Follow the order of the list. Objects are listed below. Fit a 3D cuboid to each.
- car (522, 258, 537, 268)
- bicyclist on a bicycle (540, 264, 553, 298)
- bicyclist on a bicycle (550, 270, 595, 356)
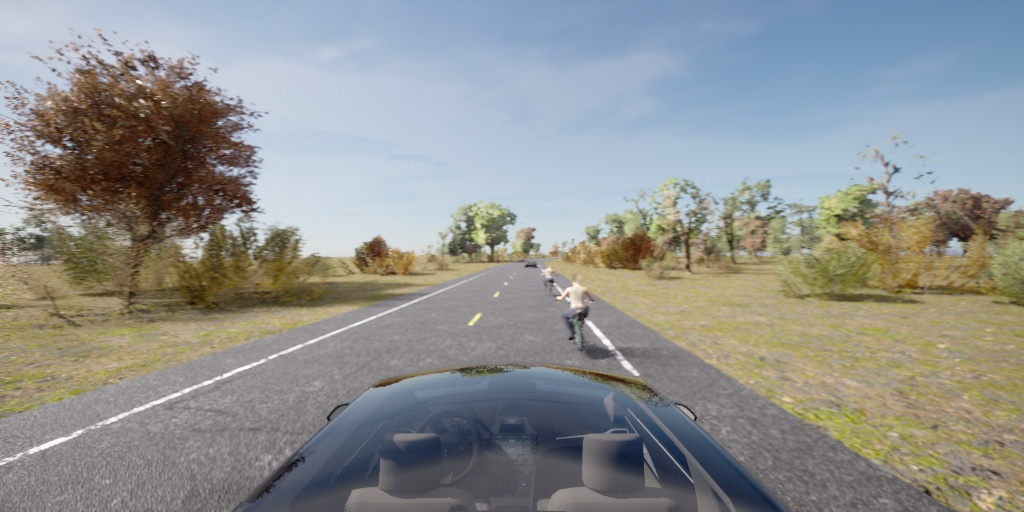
[{"bbox_3d":[3.150,1.275,60.312,1.994,1.385,4.181,-1,0,2],"label":"car"},{"bbox_3d":[1.812,1.178,17.466,0.866,1.612,1.509,-1,0,3],"label":"bicyclist on a bicycle"},{"bbox_3d":[1.360,1.175,7.607,0.866,1.612,1.509,-1,0,3],"label":"bicyclist on a bicycle"}]
